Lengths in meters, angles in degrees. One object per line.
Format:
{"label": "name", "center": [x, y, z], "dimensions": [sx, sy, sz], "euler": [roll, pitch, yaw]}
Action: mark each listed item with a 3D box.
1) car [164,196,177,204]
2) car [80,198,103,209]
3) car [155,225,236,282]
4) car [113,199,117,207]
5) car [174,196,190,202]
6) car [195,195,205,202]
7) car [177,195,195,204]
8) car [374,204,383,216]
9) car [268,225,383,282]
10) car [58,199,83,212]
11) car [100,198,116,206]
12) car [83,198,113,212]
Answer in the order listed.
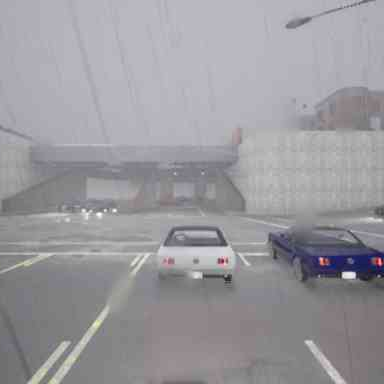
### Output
{"label": "car", "center": [-4.756, 1.552, 71.655], "dimensions": [2.097, 1.767, 4.553], "euler": [0, 0, 6]}
{"label": "car", "center": [-15.012, 1.629, 49.972], "dimensions": [2.128, 1.511, 4.902], "euler": [0, 0, -1]}
{"label": "car", "center": [0.095, 1.638, 9.819], "dimensions": [1.895, 1.301, 4.718], "euler": [0, -1, 0]}
{"label": "car", "center": [-11.489, 1.698, 48.749], "dimensions": [1.994, 1.385, 4.181], "euler": [0, 0, -2]}
{"label": "car", "center": [-2.403, 1.702, 81.521], "dimensions": [1.882, 1.535, 5.008], "euler": [0, 0, 24]}
{"label": "car", "center": [1.399, 1.580, 81.557], "dimensions": [2.097, 1.767, 4.553], "euler": [0, 0, 28]}
{"label": "car", "center": [-1.254, 1.722, 71.551], "dimensions": [2.128, 1.511, 4.902], "euler": [0, 0, 6]}
{"label": "car", "center": [15.810, 1.040, 24.556], "dimensions": [4.181, 1.385, 1.994], "euler": [-7, 0, 0]}
{"label": "car", "center": [3.595, 1.635, 9.821], "dimensions": [1.895, 1.301, 4.718], "euler": [0, 0, 0]}
{"label": "car", "center": [-14.791, 1.604, 40.694], "dimensions": [2.128, 1.511, 4.902], "euler": [0, 0, -1]}
{"label": "car", "center": [-15.216, 1.767, 60.509], "dimensions": [1.895, 1.301, 4.718], "euler": [0, 0, -1]}
{"label": "car", "center": [-11.275, 1.636, 40.071], "dimensions": [1.812, 1.442, 4.674], "euler": [0, 0, -1]}
